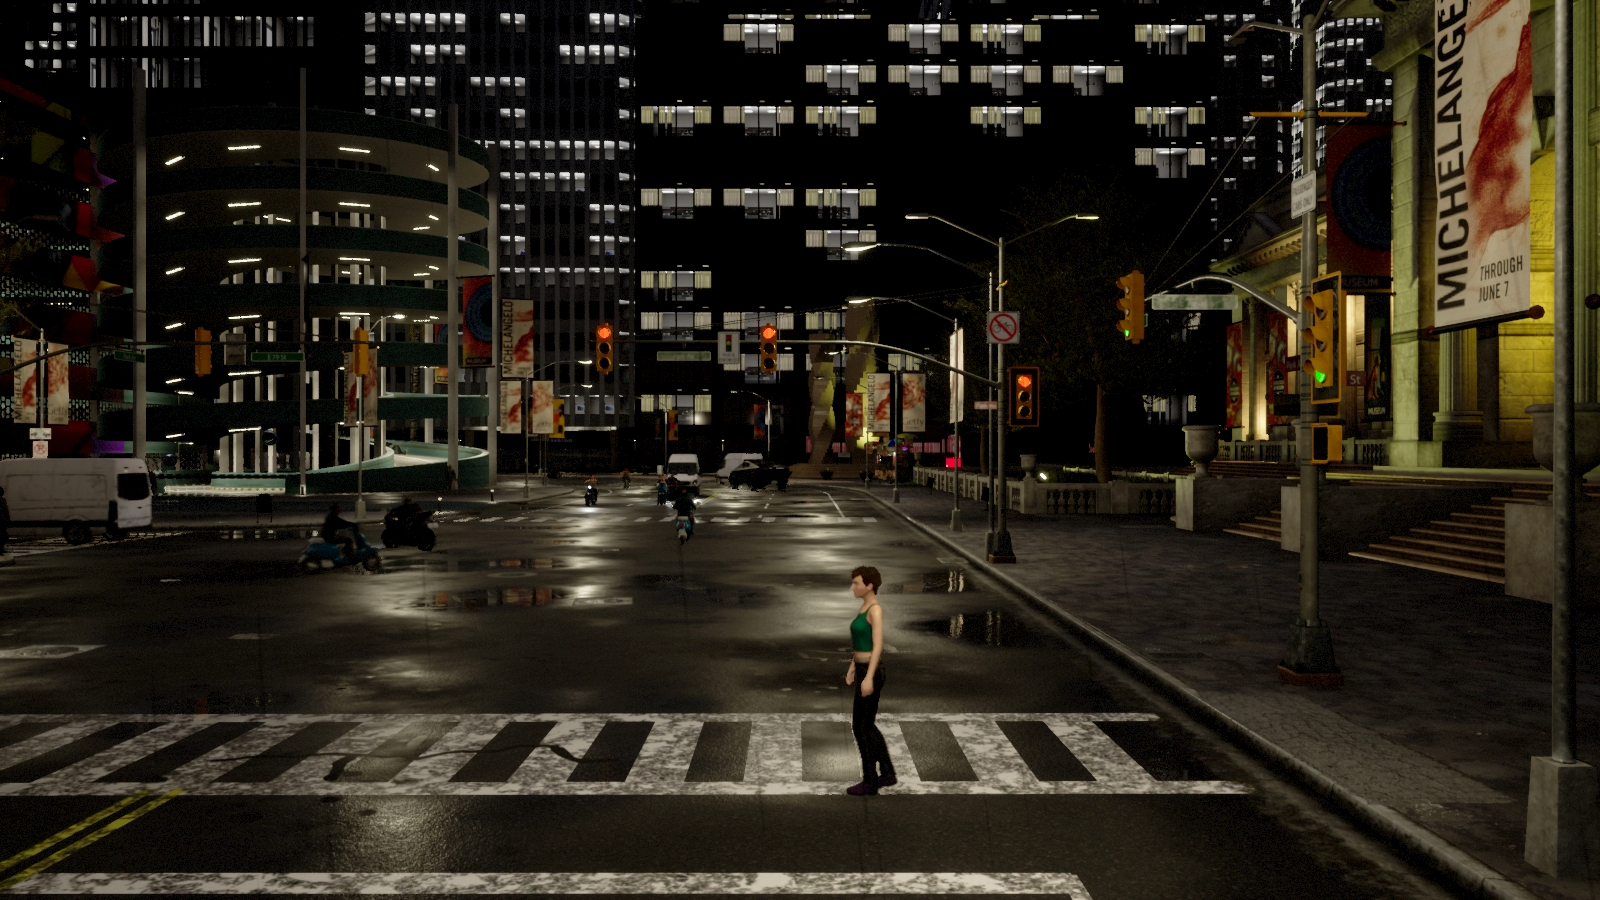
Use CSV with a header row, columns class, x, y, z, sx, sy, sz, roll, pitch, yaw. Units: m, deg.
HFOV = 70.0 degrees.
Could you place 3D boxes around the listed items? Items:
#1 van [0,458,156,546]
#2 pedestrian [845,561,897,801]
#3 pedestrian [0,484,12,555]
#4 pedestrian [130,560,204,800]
class,x,y,z,sx,sy,sz,roll,pitch,yaw
van,-22.970,1.534,34.564,5.915,2.561,1.988,0,0,2
pedestrian,0.570,1.849,9.233,0.375,1.860,0.375,0,0,-3
pedestrian,-21.201,1.848,30.287,0.375,1.860,0.375,0,0,1
pedestrian,-5.156,1.848,9.310,0.375,1.860,0.375,0,0,18
